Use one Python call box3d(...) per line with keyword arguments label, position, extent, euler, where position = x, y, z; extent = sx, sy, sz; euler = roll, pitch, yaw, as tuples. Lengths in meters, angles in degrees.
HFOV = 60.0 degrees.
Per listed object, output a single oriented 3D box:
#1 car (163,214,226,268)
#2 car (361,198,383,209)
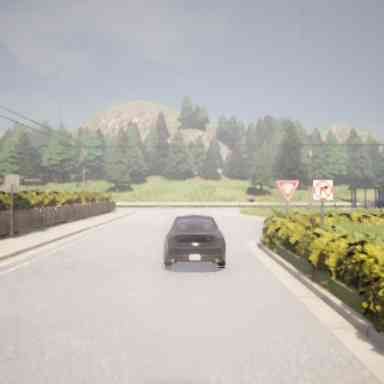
box3d(label="car", position=(0.086, 1.519, 11.374), extent=(1.837, 1.490, 4.892), euler=(0, 0, 0))
box3d(label="car", position=(26.423, 1.583, 46.375), extent=(4.674, 1.442, 1.812), euler=(0, 0, 0))
